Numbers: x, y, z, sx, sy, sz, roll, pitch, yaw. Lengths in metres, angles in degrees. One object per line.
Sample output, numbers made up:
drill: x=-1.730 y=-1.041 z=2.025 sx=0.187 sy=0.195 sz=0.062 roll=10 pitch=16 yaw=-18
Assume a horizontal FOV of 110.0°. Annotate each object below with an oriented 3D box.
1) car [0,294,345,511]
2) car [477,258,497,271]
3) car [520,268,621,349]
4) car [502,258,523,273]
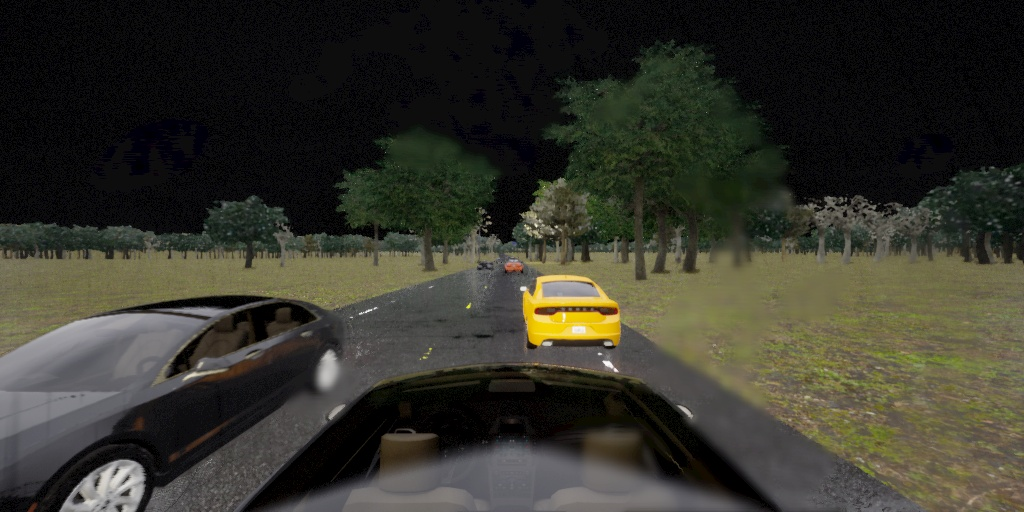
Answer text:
car: x=-3.587 y=1.254 z=3.841 sx=1.837 sy=1.490 sz=4.892 roll=0 pitch=0 yaw=0
car: x=-3.424 y=1.268 z=47.028 sx=1.994 sy=1.385 sz=4.181 roll=0 pitch=0 yaw=0
car: x=1.258 y=1.225 z=9.169 sx=1.882 sy=1.535 sz=5.008 roll=0 pitch=0 yaw=0
car: x=0.237 y=1.064 z=42.213 sx=2.097 sy=1.767 sz=4.553 roll=0 pitch=0 yaw=0
